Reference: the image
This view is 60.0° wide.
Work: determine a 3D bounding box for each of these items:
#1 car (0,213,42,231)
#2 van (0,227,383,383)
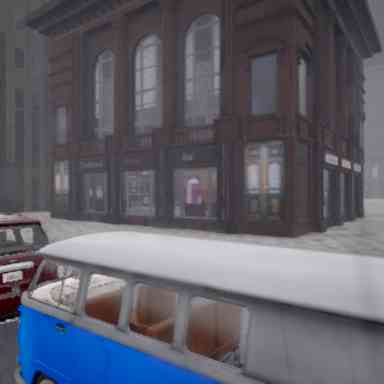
[{"bbox_3d":[-4.524,1.299,6.192,5.009,1.841,2.192,0,0,35],"label":"car"},{"bbox_3d":[0.065,1.338,2.919,3.998,1.788,1.690,0,0,35],"label":"van"}]
